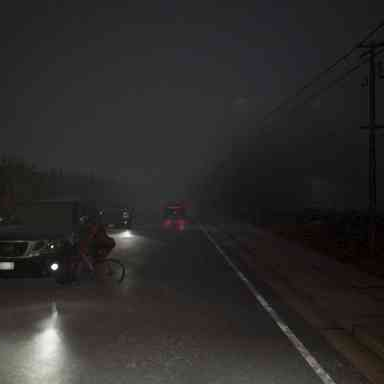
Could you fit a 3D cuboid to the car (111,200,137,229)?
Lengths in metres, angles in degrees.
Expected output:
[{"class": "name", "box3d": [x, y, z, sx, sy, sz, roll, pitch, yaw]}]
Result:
[{"class": "car", "box3d": [-4.744, 1.352, 21.260, 2.097, 1.767, 4.553, 0, 0, -3]}]

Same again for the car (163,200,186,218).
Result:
[{"class": "car", "box3d": [-1.570, 1.490, 29.847, 2.128, 1.511, 4.902, 0, 0, -3]}]

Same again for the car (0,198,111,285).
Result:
[{"class": "car", "box3d": [-4.097, 1.220, 9.834, 2.150, 2.045, 5.566, 0, 0, -3]}]

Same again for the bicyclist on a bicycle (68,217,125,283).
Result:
[{"class": "bicyclist on a bicycle", "box3d": [-2.410, 1.464, 8.169, 1.656, 1.620, 0.582, 8, 0, -3]}]
